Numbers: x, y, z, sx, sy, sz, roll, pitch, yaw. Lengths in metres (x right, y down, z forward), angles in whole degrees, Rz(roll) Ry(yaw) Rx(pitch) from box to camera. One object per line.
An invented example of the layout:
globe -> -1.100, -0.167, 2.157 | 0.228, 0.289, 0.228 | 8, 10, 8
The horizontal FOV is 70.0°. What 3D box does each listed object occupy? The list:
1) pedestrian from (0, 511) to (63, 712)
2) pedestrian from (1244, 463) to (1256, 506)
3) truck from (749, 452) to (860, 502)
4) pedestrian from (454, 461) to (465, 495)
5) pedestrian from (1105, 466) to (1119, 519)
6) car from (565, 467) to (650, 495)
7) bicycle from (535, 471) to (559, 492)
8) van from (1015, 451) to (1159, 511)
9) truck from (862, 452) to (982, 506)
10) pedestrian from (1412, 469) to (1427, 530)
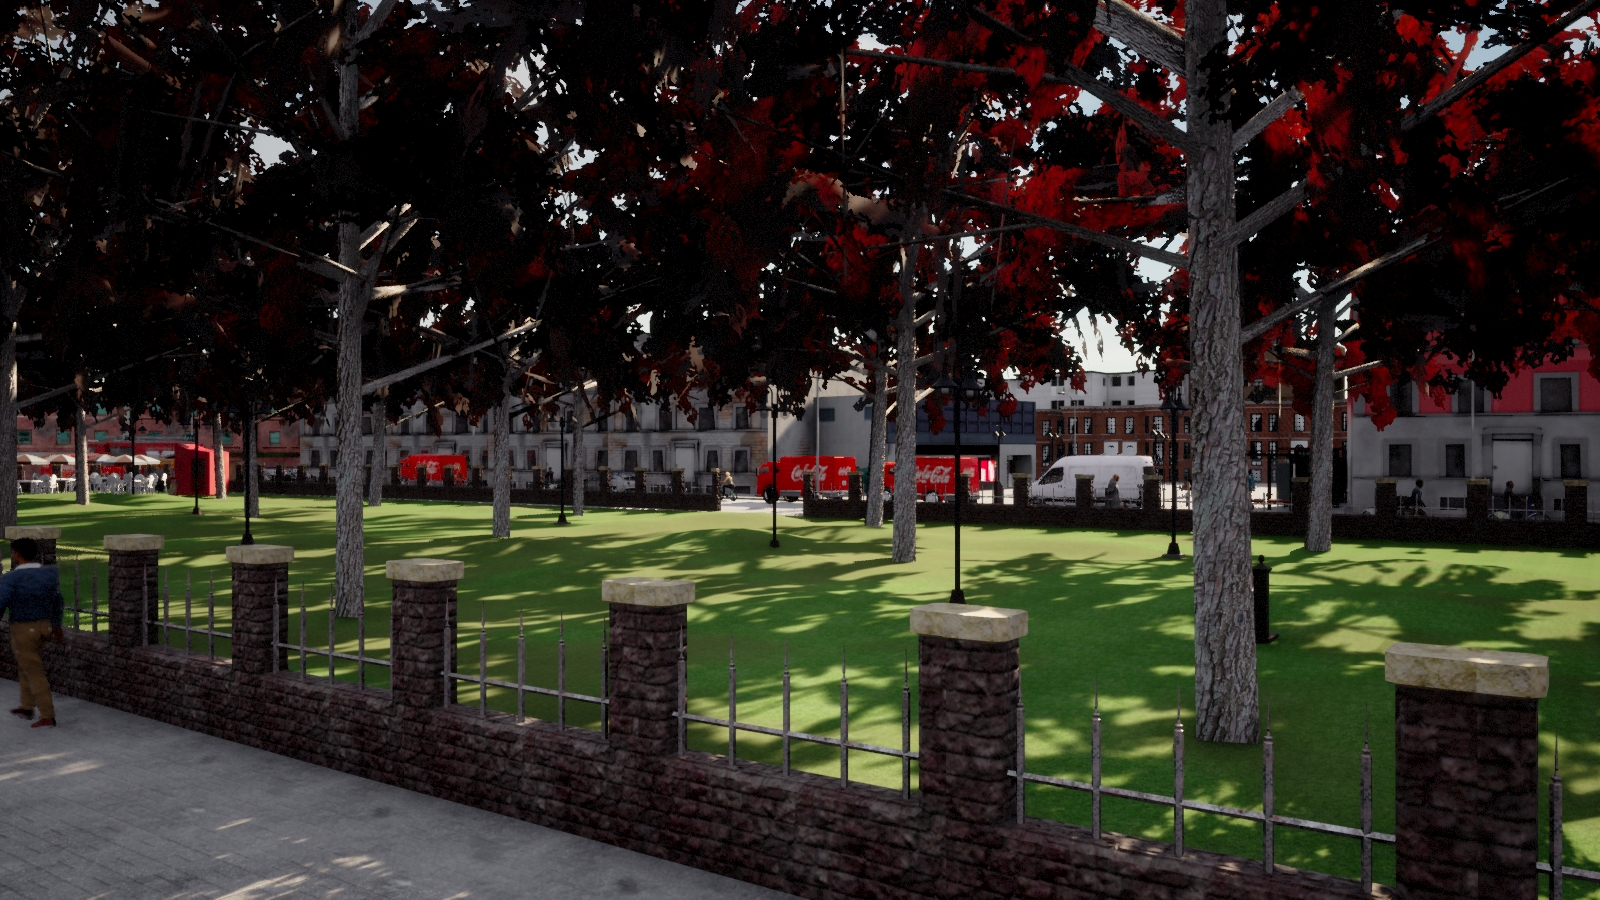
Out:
pedestrian -> -7.378, 1.526, 10.959 | 0.375, 1.860, 0.375 | 0, 0, 23
pedestrian -> 19.778, 1.525, 50.211 | 0.375, 1.860, 0.375 | 0, 0, 2
truck -> 0.205, 1.348, 59.637 | 5.204, 2.467, 2.627 | 0, 0, 35
pedestrian -> -18.482, 1.522, 62.021 | 0.375, 1.860, 0.375 | 0, 0, 35
pedestrian -> 11.224, 1.525, 41.135 | 0.375, 1.860, 0.375 | 0, 0, 35
car -> -11.432, 1.827, 67.802 | 4.902, 1.511, 2.128 | 0, 0, 35
bicycle -> -15.681, 1.940, 70.806 | 1.835, 1.271, 0.329 | 0, 0, 35
van -> 12.709, 1.315, 50.858 | 5.915, 2.561, 1.988 | 0, 0, 35
truck -> 5.913, 1.348, 55.621 | 5.204, 2.467, 2.627 | 0, 0, 35
pedestrian -> 19.233, 1.524, 35.480 | 0.375, 1.860, 0.375 | 0, 0, 36
